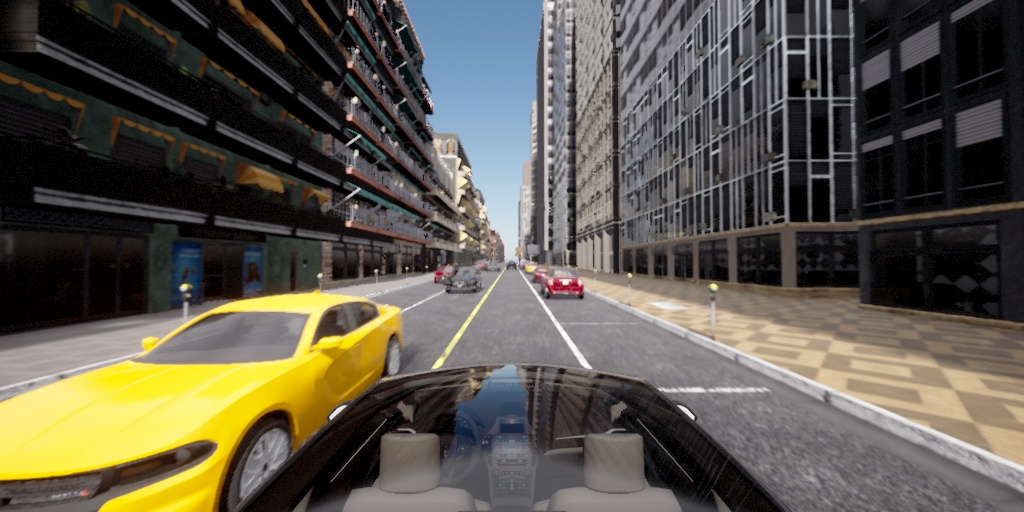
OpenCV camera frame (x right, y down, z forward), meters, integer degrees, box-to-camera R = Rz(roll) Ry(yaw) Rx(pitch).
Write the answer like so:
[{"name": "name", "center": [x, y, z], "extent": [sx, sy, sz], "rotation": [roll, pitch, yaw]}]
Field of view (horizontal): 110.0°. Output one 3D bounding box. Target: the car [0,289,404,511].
[{"name": "car", "center": [-2.850, 1.248, 4.430], "extent": [1.882, 1.535, 5.008], "rotation": [0, -1, 0]}]

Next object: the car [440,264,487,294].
[{"name": "car", "center": [-2.823, 1.411, 21.861], "extent": [1.837, 1.490, 4.892], "rotation": [0, -1, 0]}]

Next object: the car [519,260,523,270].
[{"name": "car", "center": [2.512, 1.841, 63.332], "extent": [1.802, 1.307, 4.207], "rotation": [0, 0, 0]}]

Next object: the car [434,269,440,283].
[{"name": "car", "center": [-5.339, 1.517, 30.100], "extent": [1.888, 1.381, 4.507], "rotation": [0, 0, 0]}]

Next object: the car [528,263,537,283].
[{"name": "car", "center": [2.542, 1.551, 30.120], "extent": [1.802, 1.307, 4.207], "rotation": [0, 0, 0]}]

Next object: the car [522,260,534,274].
[{"name": "car", "center": [2.709, 1.580, 48.443], "extent": [1.801, 1.575, 5.366], "rotation": [0, -1, 0]}]

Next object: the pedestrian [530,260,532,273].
[{"name": "pedestrian", "center": [2.706, 1.445, 51.446], "extent": [0.375, 1.860, 0.375], "rotation": [1, -1, 0]}]

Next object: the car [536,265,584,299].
[{"name": "car", "center": [2.552, 1.320, 19.049], "extent": [1.967, 1.591, 4.097], "rotation": [0, 0, 0]}]

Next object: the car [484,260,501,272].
[{"name": "car", "center": [-2.861, 1.550, 56.567], "extent": [2.097, 1.767, 4.553], "rotation": [0, -1, 0]}]

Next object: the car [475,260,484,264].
[{"name": "car", "center": [-5.369, 1.575, 63.313], "extent": [2.192, 1.841, 5.009], "rotation": [0, 0, 0]}]
